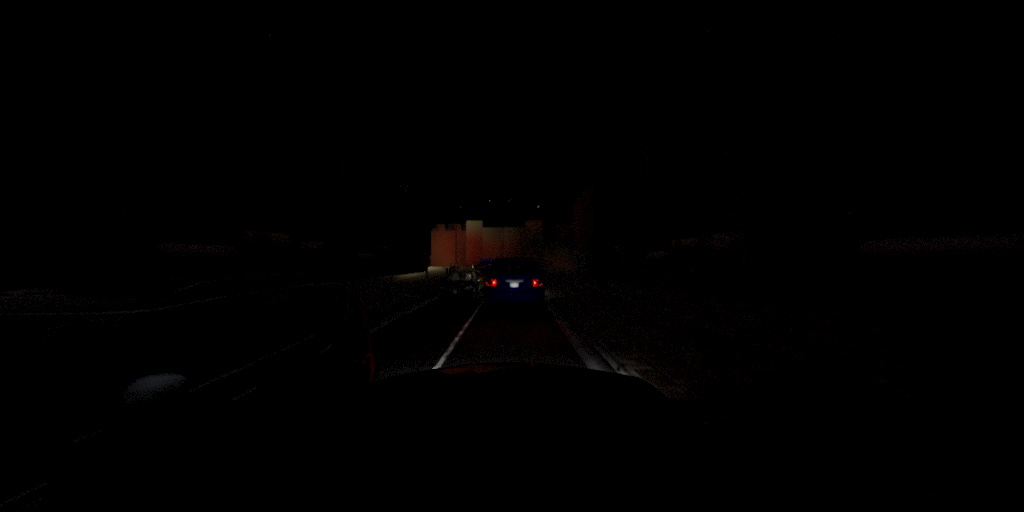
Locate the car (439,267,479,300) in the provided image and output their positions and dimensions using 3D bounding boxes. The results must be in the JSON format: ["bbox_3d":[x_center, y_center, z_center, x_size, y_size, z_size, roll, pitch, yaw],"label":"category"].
[{"bbox_3d":[-2.629,1.463,18.691,2.007,1.370,4.403,0,0,0],"label":"car"}]

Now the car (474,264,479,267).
[{"bbox_3d":[-2.626,1.491,23.948,1.751,1.417,4.829,0,0,0],"label":"car"}]

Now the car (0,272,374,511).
[{"bbox_3d":[-2.637,1.071,2.412,2.192,1.841,5.009,0,0,0],"label":"car"}]

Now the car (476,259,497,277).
[{"bbox_3d":[-2.959,1.388,43.446,2.150,2.045,5.566,0,-1,0],"label":"car"}]

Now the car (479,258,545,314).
[{"bbox_3d":[0.093,1.093,14.630,2.150,2.045,5.566,0,-1,0],"label":"car"}]
